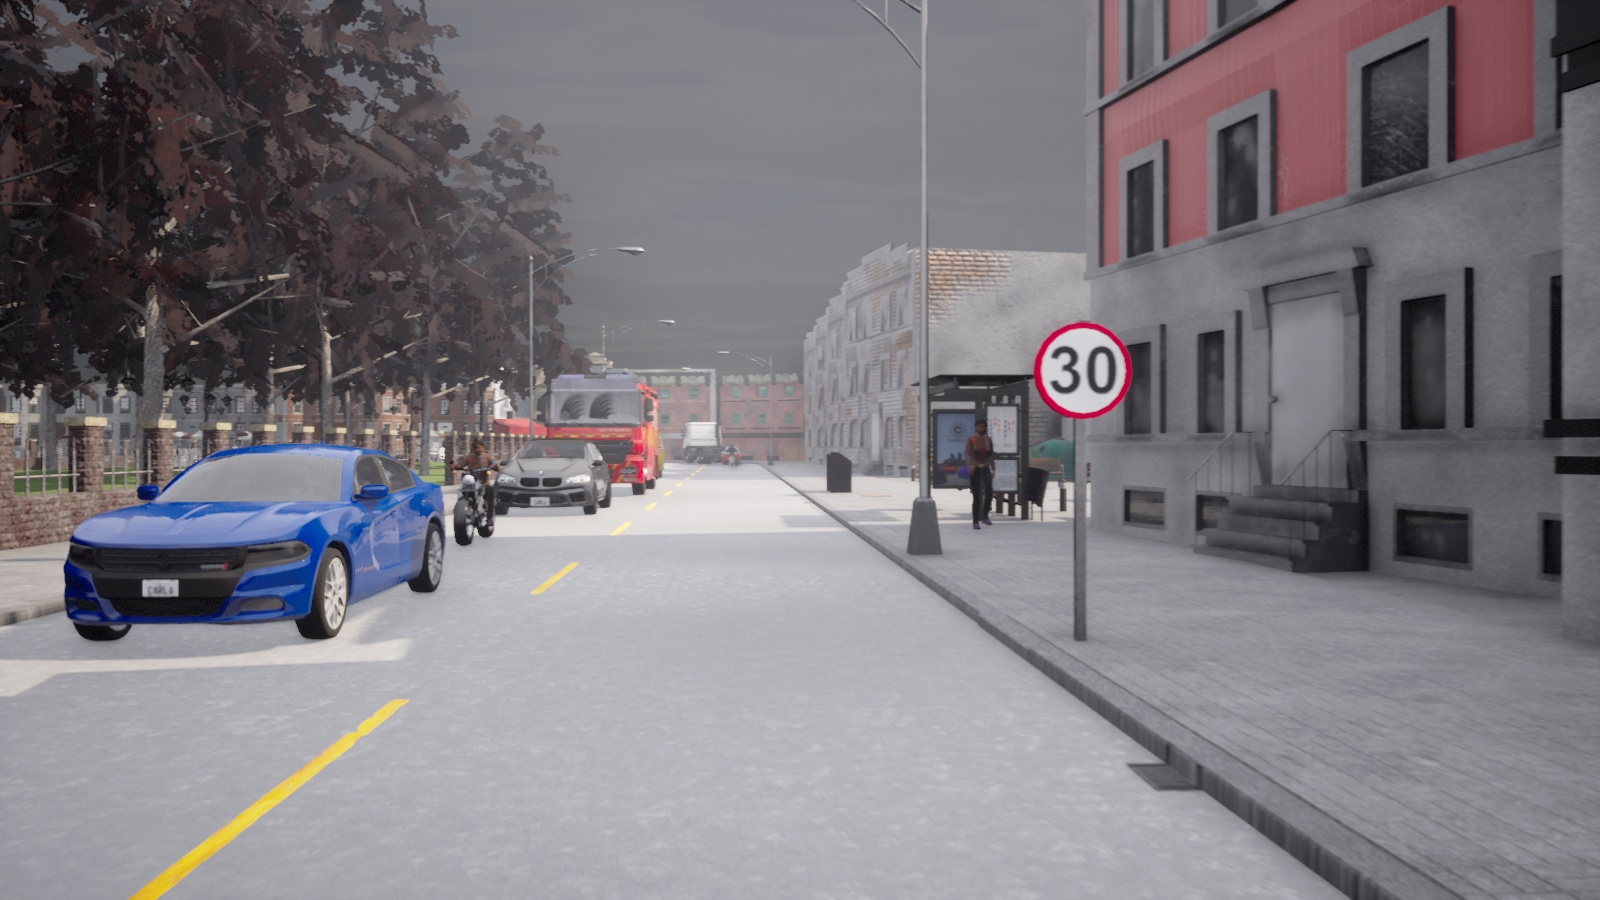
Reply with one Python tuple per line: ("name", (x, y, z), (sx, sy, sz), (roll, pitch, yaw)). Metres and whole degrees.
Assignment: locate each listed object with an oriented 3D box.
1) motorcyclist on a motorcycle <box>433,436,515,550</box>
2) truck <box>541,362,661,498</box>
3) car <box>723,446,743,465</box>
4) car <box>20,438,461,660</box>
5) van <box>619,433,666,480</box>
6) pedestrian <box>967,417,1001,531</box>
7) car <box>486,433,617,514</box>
("motorcyclist on a motorcycle", (-5.008, 0.615, 19.435), (0.766, 1.649, 2.350), (0, 0, -3))
("truck", (-6.085, -0.583, 39.791), (2.891, 3.827, 8.468), (0, 0, -3))
("car", (-4.933, 0.421, 92.563), (1.481, 1.376, 2.207), (0, 1, -3))
("car", (-4.558, 0.676, 11.226), (1.882, 1.535, 5.008), (0, 0, -2))
("van", (-6.927, 0.269, 55.549), (1.775, 1.987, 4.442), (0, 0, -3))
("pedestrian", (2.961, 0.376, 20.191), (0.328, 1.805, 0.869), (0, 0, -6))
("car", (-5.475, 0.473, 28.293), (2.242, 1.667, 4.611), (0, 0, -3))
